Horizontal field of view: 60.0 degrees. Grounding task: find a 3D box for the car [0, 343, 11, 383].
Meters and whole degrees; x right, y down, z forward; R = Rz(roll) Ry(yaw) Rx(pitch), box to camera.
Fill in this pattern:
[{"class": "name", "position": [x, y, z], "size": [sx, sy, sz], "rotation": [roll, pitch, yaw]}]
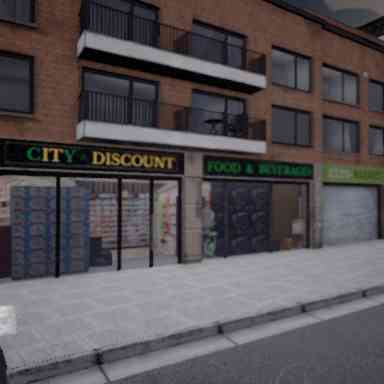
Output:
[{"class": "car", "position": [-3.225, 1.506, 1.004], "size": [4.902, 1.511, 2.128], "rotation": [1, -1, -31]}]
